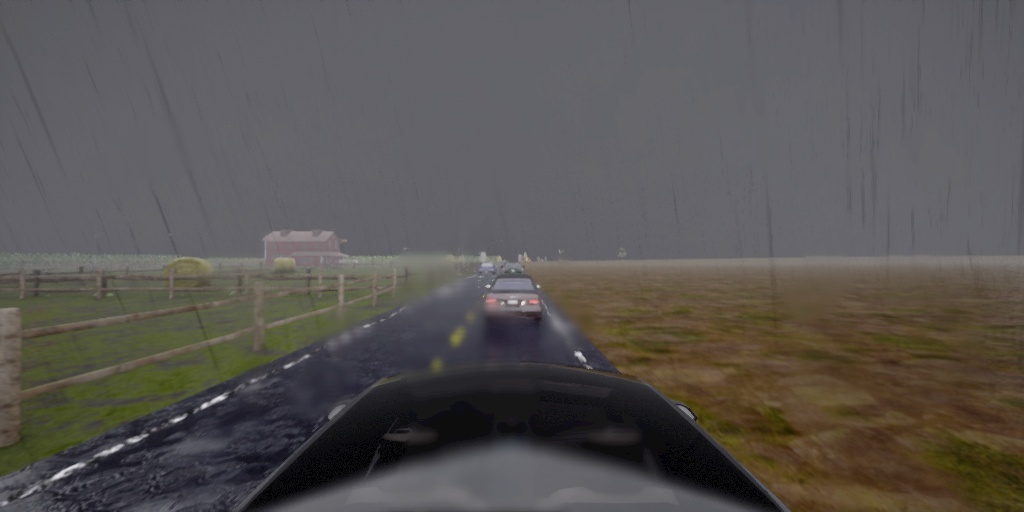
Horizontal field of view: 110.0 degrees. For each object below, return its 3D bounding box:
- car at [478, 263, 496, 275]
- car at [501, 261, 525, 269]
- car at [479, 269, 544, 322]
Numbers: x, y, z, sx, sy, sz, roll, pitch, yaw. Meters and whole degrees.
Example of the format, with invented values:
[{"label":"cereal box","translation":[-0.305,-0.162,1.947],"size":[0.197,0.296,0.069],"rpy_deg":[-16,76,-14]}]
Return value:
[{"label":"car","translation":[-2.843,1.489,41.749],"size":[1.812,1.442,4.674],"rpy_deg":[0,0,0]},{"label":"car","translation":[0.086,1.259,32.229],"size":[2.097,1.767,4.553],"rpy_deg":[0,0,0]},{"label":"car","translation":[0.065,1.351,12.461],"size":[2.033,1.411,5.357],"rpy_deg":[0,0,0]}]
